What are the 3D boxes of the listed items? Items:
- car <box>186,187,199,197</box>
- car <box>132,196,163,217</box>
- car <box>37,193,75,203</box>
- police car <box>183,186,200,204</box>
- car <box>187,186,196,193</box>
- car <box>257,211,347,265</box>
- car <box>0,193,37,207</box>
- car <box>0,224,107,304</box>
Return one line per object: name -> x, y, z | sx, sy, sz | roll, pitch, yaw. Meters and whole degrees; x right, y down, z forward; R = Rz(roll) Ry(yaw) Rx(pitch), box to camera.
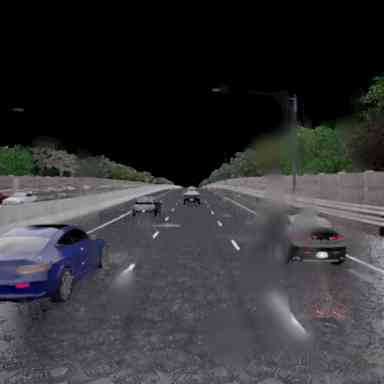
car -> 0.070, -0.004, 55.260 | 2.128, 1.511, 4.902 | 0, 2, 0
car -> -3.415, 1.067, 25.868 | 2.128, 1.511, 4.902 | 0, 2, 0
car -> -14.024, 0.845, 35.136 | 1.895, 1.301, 4.718 | 0, 2, 0
police car -> -0.024, 0.515, 39.303 | 1.930, 1.638, 5.238 | 0, 2, 0
car -> -0.042, -0.585, 73.538 | 1.994, 1.385, 4.181 | 0, 2, 0
car -> 3.493, 1.414, 11.351 | 1.837, 1.490, 4.892 | 0, 1, 0
car -> -17.534, 0.803, 34.252 | 1.812, 1.442, 4.674 | 0, 2, 0
car -> -3.405, 1.478, 7.917 | 1.812, 1.442, 4.674 | 0, 1, 0
